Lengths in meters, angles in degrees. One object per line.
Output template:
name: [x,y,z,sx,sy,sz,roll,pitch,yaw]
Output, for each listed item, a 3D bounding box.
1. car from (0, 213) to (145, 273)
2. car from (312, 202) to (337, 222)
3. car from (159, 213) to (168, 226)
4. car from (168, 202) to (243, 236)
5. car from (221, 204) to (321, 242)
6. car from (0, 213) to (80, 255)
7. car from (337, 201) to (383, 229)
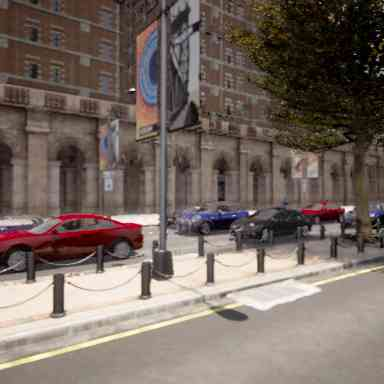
car: [-4.009,1.487,10.922,5.008,1.535,1.882,0,0,-35]
car: [9.493,1.546,24.771,5.008,1.535,1.882,0,0,-36]
car: [0.203,1.635,22.134,4.718,1.301,1.895,0,0,-36]
car: [1.272,1.389,18.905,4.553,1.767,2.097,0,0,-36]
car: [4.050,1.545,16.587,4.892,1.490,1.837,0,0,-36]
car: [-7.060,1.606,13.049,4.718,1.301,1.895,0,0,-35]
car: [12.182,1.423,22.390,4.553,1.767,2.097,0,0,-36]
